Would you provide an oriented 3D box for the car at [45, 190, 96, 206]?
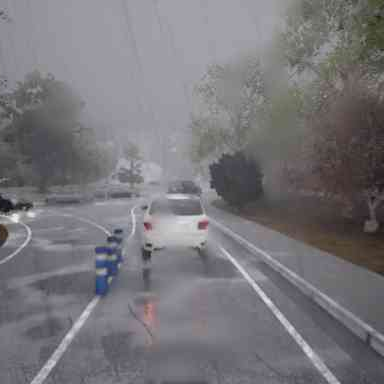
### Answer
[{"bbox_3d":[-11.335,0.478,30.809,4.181,1.385,1.994,-1,4,-16],"label":"car"}]

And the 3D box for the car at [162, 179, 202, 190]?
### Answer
[{"bbox_3d":[-0.764,-0.325,37.867,2.150,2.045,5.566,1,4,25],"label":"car"}]

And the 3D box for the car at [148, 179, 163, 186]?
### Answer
[{"bbox_3d":[-6.871,-1.953,69.051,4.718,1.301,1.895,2,4,31],"label":"car"}]

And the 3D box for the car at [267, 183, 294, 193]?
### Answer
[{"bbox_3d":[13.193,-0.668,50.835,4.902,1.511,2.128,3,3,-7],"label":"car"}]

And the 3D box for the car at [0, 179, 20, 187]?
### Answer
[{"bbox_3d":[-35.328,-1.707,63.279,1.837,1.490,4.892,3,4,36],"label":"car"}]

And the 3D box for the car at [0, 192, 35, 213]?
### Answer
[{"bbox_3d":[-14.908,0.742,26.494,5.357,1.411,2.033,2,4,31],"label":"car"}]

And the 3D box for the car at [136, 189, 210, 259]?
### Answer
[{"bbox_3d":[-0.672,1.073,12.248,2.150,2.045,5.566,0,1,-5],"label":"car"}]

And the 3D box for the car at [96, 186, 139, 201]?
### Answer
[{"bbox_3d":[-8.029,0.085,35.759,4.902,1.511,2.128,-2,5,-31],"label":"car"}]
